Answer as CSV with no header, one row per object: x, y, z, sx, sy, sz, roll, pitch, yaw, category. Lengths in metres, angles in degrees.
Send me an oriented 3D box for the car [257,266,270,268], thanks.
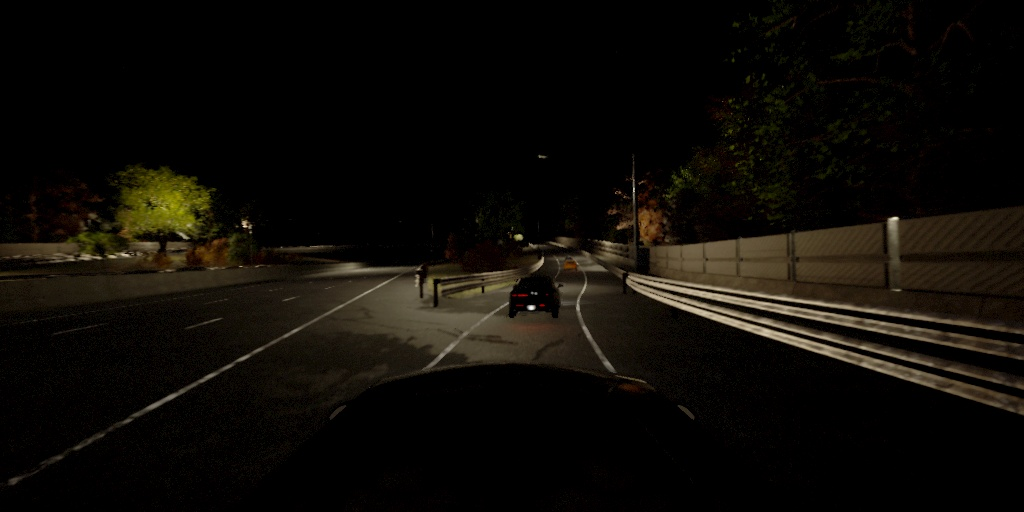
-34.949,2.149,50.431,1.812,1.442,4.674,-1,0,-12,car

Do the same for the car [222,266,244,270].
-38.280,2.178,49.299,1.882,1.535,5.008,-1,0,-12,car

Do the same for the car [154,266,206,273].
-31.446,1.853,34.711,2.097,1.767,4.553,-1,0,-12,car

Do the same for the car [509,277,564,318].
1.035,1.587,14.835,1.837,1.490,4.892,-2,-1,9,car

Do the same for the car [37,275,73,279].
-37.319,2.229,28.887,1.895,1.301,4.718,-1,0,-12,car

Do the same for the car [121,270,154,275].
-34.750,2.055,33.469,1.882,1.535,5.008,-1,0,-12,car

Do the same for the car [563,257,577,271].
8.915,1.378,54.545,1.882,1.535,5.008,-1,2,8,car
